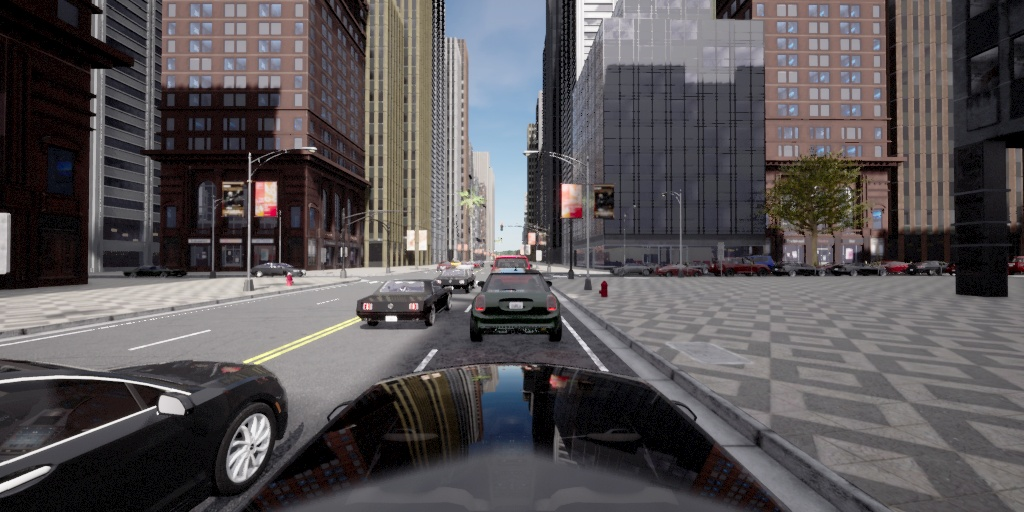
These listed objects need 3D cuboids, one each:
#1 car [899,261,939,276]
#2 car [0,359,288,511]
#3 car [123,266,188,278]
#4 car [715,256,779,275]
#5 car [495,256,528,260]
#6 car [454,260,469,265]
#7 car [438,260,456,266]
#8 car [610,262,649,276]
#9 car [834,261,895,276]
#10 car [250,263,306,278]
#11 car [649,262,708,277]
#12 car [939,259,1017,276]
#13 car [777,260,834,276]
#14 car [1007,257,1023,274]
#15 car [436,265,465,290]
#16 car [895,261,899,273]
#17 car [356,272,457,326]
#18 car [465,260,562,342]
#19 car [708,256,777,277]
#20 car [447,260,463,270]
[{"bbox_3d":[42.526,1.228,36.106,4.674,1.442,1.812,0,-1,-1],"label":"car"},{"bbox_3d":[-3.150,1.255,1.612,1.837,1.490,4.892,0,0,0],"label":"car"},{"bbox_3d":[-34.615,1.581,34.947,4.718,1.301,1.895,0,-1,0],"label":"car"},{"bbox_3d":[25.403,1.001,38.956,5.566,2.045,2.150,0,-1,-1],"label":"car"},{"bbox_3d":[-0.034,1.003,19.504,2.150,2.045,5.566,0,0,0],"label":"car"},{"bbox_3d":[-6.691,1.570,51.948,1.895,1.301,4.718,0,0,0],"label":"car"},{"bbox_3d":[-9.936,1.503,53.202,1.812,1.442,4.674,0,0,-3],"label":"car"},{"bbox_3d":[12.738,1.386,38.736,4.181,1.385,1.994,0,-1,-1],"label":"car"},{"bbox_3d":[32.170,1.260,33.294,4.313,1.339,1.948,0,0,-1],"label":"car"},{"bbox_3d":[-22.712,1.418,34.959,4.902,1.511,2.128,0,-1,0],"label":"car"},{"bbox_3d":[15.258,1.327,33.000,4.207,1.307,1.802,0,0,-1],"label":"car"},{"bbox_3d":[43.446,1.214,33.491,4.507,1.381,1.888,0,0,-1],"label":"car"},{"bbox_3d":[26.533,1.276,33.196,4.313,1.339,1.948,0,0,-1],"label":"car"},{"bbox_3d":[49.084,0.973,33.589,5.009,1.841,2.192,0,0,-1],"label":"car"},{"bbox_3d":[-3.187,1.388,20.800,1.895,1.301,4.718,0,0,0],"label":"car"},{"bbox_3d":[40.951,1.267,39.181,4.674,1.442,1.812,0,-1,-1],"label":"car"},{"bbox_3d":[-3.166,1.361,11.631,1.895,1.301,4.718,0,0,0],"label":"car"},{"bbox_3d":[0.082,1.108,9.983,2.097,1.767,4.553,0,0,0],"label":"car"},{"bbox_3d":[20.896,1.041,33.098,5.009,1.841,2.192,0,0,-1],"label":"car"},{"bbox_3d":[-9.929,1.521,62.650,1.882,1.535,5.008,0,0,0],"label":"car"}]
